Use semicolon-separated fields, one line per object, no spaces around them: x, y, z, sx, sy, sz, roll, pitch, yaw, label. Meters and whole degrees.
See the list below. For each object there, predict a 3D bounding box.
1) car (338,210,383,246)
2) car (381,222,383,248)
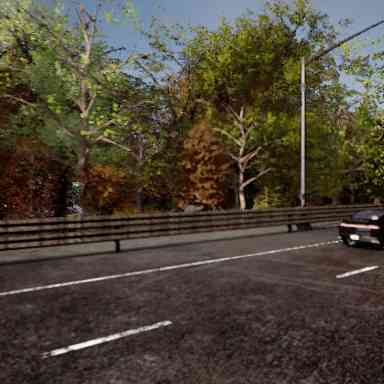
8.081;1.493;13.925;4.902;1.511;2.128;0;0;-36;car
7.246;1.525;8.985;4.674;1.442;1.812;0;0;-36;car
